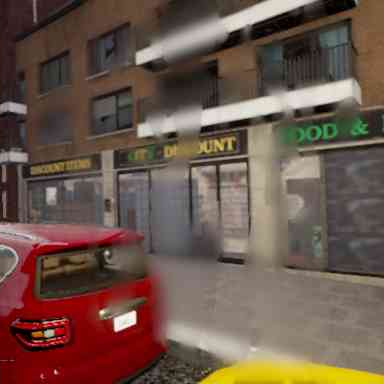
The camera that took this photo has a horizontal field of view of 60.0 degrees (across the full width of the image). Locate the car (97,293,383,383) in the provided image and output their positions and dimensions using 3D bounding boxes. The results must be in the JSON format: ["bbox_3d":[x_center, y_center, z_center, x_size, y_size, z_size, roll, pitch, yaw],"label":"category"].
[{"bbox_3d":[1.883,1.522,1.408,4.829,1.417,1.752,0,-2,35],"label":"car"}]

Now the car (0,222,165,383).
[{"bbox_3d":[-2.592,1.338,4.598,5.009,1.841,2.192,0,-2,35],"label":"car"}]
